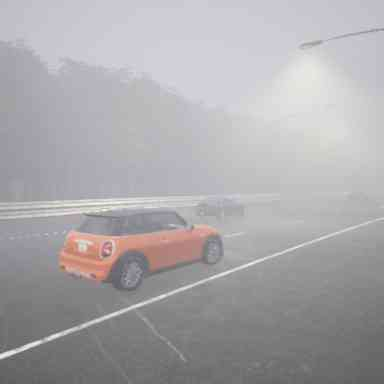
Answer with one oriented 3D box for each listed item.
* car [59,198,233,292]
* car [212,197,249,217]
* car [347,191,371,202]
[{"bbox_3d":[-1.068,1.214,8.982,2.097,1.767,4.553,1,1,39],"label":"car"},{"bbox_3d":[2.264,1.102,23.686,1.837,1.490,4.892,1,1,41],"label":"car"},{"bbox_3d":[23.393,0.644,46.612,4.892,1.490,1.837,-1,1,-45],"label":"car"}]
